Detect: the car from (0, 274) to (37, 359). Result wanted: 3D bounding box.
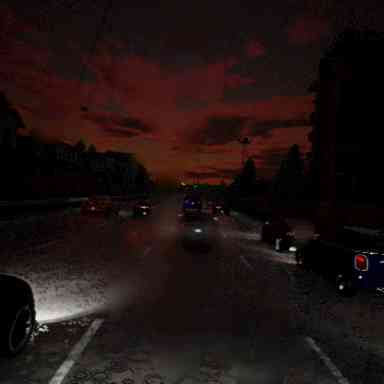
[{"bbox_3d":[-3.104,1.300,2.963,1.994,1.385,4.181,5,0,-1],"label":"car"}]

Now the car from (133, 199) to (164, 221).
[{"bbox_3d":[-3.318,1.301,25.709,2.128,1.511,4.902,5,0,-1],"label":"car"}]

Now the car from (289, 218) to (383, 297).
[{"bbox_3d":[4.765,1.810,9.944,2.097,1.767,4.553,5,0,-1],"label":"car"}]

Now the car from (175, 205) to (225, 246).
[{"bbox_3d":[0.253,1.650,16.327,1.994,1.385,4.181,5,0,-1],"label":"car"}]

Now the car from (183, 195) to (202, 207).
[{"bbox_3d":[0.050,1.386,40.555,2.150,2.045,5.566,5,0,-1],"label":"car"}]

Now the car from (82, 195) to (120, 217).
[{"bbox_3d":[-6.800,0.977,25.269,1.882,1.535,5.008,5,0,-1],"label":"car"}]

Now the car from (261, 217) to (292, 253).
[{"bbox_3d":[4.697,1.955,15.973,1.882,1.535,5.008,5,0,-1],"label":"car"}]

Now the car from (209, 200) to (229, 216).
[{"bbox_3d":[3.445,1.970,40.276,1.837,1.490,4.892,5,0,0],"label":"car"}]

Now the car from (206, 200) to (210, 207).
[{"bbox_3d":[3.302,1.991,51.999,2.128,1.511,4.902,5,0,-1],"label":"car"}]
